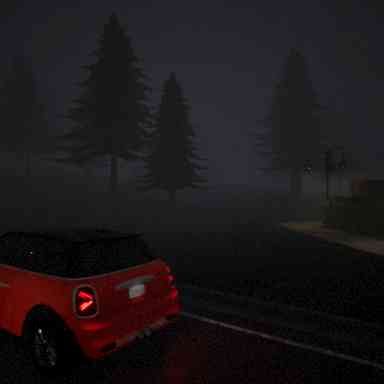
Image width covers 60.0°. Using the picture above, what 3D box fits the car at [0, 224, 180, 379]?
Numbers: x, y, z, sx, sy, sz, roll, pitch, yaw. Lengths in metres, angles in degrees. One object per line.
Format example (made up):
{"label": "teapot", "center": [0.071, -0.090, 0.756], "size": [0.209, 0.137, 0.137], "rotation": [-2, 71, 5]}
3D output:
{"label": "car", "center": [-2.472, 1.354, 5.753], "size": [4.553, 1.767, 2.097], "rotation": [0, 0, 36]}
